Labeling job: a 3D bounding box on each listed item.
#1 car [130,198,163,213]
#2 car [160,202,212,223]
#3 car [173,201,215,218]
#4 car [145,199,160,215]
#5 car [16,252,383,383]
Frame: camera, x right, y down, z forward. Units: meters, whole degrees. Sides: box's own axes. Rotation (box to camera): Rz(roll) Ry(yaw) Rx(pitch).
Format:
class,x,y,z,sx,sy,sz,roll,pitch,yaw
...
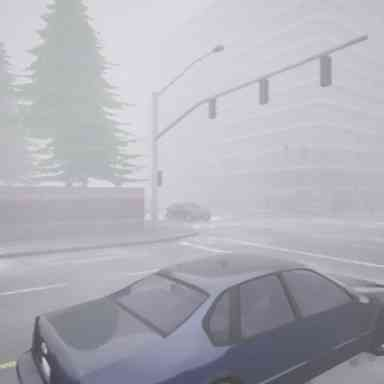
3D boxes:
class,x,y,z,sx,sy,sz,roll,pitch,yaw
car,-5.606,1.587,40.667,1.882,1.535,5.008,0,0,-35
car,-0.346,1.604,27.086,1.837,1.490,4.892,0,0,-35
car,0.136,1.673,32.490,1.994,1.385,4.181,0,0,-35
car,-5.487,1.625,34.430,1.812,1.442,4.674,0,0,-35
car,0.784,1.556,4.343,5.357,1.411,2.033,0,0,-36
